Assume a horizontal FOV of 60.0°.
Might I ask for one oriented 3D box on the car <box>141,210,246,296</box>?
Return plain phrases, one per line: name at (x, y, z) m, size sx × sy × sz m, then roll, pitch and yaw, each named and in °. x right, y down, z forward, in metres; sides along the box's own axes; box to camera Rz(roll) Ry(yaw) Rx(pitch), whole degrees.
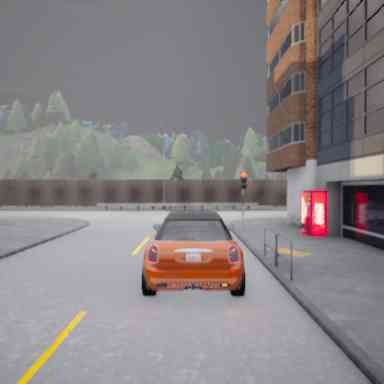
car at (0.038, 1.244, 8.509) m, size 2.097 × 1.767 × 4.553 m, roll 0°, pitch 1°, yaw 0°
